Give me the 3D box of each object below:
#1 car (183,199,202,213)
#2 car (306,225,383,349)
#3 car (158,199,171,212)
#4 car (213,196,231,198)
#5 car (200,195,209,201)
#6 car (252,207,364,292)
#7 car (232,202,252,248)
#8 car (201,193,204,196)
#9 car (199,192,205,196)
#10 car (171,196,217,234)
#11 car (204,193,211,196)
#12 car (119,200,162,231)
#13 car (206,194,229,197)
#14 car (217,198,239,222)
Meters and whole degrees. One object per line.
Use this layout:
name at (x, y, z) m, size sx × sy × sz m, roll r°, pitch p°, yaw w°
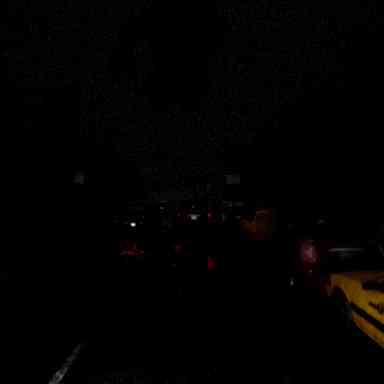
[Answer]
car at (0.087, 1.524, 36.825) m, size 1.994 × 1.385 × 4.181 m, roll 0°, pitch 0°, yaw 0°
car at (3.225, 1.473, 3.734) m, size 1.946 × 1.575 × 5.366 m, roll 0°, pitch 0°, yaw 0°
car at (-3.163, 1.485, 37.239) m, size 1.812 × 1.442 × 4.674 m, roll 0°, pitch 0°, yaw 0°
car at (3.217, 1.447, 31.171) m, size 2.231 × 1.521 × 4.892 m, roll 0°, pitch 0°, yaw 0°
car at (3.183, 1.415, 86.458) m, size 2.163 × 1.488 × 4.792 m, roll 0°, pitch 0°, yaw 0°
car at (3.228, 1.344, 9.044) m, size 2.185 × 1.767 × 4.553 m, roll 0°, pitch 0°, yaw 0°
car at (3.227, 1.460, 14.787) m, size 1.946 × 1.575 × 5.366 m, roll 0°, pitch 0°, yaw 0°
car at (3.252, 1.415, 60.459) m, size 2.231 × 1.521 × 4.892 m, roll 0°, pitch 0°, yaw 1°
car at (3.190, 1.152, 69.880) m, size 2.435 × 2.045 × 5.566 m, roll 0°, pitch 0°, yaw 0°
car at (0.098, 1.331, 19.193) m, size 2.097 × 1.767 × 4.553 m, roll 0°, pitch 0°, yaw 0°
car at (3.205, 1.302, 47.845) m, size 2.185 × 1.767 × 4.553 m, roll 0°, pitch 0°, yaw 0°
car at (-3.153, 1.483, 20.215) m, size 1.837 × 1.490 × 4.892 m, roll 0°, pitch 0°, yaw 0°
car at (3.208, 1.430, 42.537) m, size 1.946 × 1.575 × 5.366 m, roll 0°, pitch 0°, yaw 0°
car at (3.219, 1.453, 25.644) m, size 2.231 × 1.521 × 4.892 m, roll 0°, pitch 0°, yaw 0°
